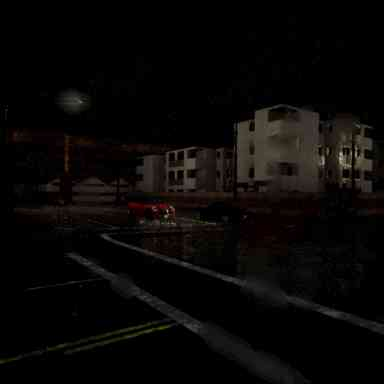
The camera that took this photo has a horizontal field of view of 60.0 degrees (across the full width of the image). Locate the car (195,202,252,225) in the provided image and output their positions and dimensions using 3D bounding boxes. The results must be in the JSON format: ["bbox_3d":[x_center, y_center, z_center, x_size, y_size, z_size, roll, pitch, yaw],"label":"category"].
[{"bbox_3d":[2.169,1.468,24.572,1.882,1.535,5.008,-1,2,-37],"label":"car"}]

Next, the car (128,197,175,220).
[{"bbox_3d":[-3.296,1.204,26.575,2.097,1.767,4.553,1,1,-38],"label":"car"}]

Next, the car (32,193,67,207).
[{"bbox_3d":[-16.671,0.900,38.733,4.674,1.442,1.812,2,0,29],"label":"car"}]
